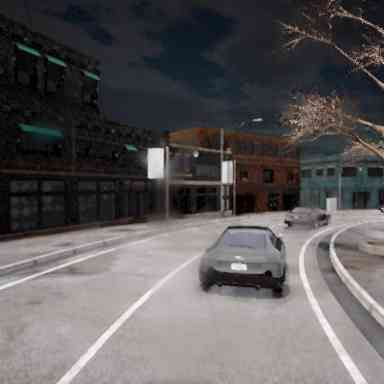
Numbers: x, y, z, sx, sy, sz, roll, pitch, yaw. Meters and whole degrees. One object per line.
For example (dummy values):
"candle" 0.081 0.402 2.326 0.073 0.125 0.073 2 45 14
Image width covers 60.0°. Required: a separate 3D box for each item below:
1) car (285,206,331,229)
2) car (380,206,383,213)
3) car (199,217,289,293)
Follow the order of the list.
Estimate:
"car" 8.031 1.679 22.924 2.033 1.411 5.357 1 0 36
"car" 25.022 1.883 40.342 4.674 1.442 1.812 1 1 -20
"car" 1.545 1.601 9.171 1.994 1.385 4.181 0 0 15
